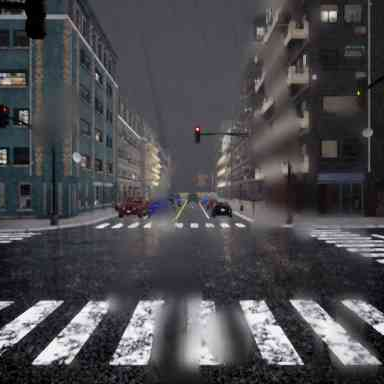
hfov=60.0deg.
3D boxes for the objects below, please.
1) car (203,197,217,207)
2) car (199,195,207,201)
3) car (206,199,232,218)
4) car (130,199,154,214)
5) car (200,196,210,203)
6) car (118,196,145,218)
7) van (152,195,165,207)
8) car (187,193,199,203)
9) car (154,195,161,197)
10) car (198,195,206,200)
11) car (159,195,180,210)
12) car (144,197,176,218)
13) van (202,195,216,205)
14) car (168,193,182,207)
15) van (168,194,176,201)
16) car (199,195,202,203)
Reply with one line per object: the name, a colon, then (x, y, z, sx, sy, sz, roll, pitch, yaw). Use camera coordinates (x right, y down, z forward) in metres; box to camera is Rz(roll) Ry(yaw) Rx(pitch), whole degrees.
car: (2.629, 1.571, 41.281, 1.802, 1.307, 4.206, 0, 0, 0)
car: (2.697, 1.500, 85.697, 1.887, 1.381, 4.507, 0, 0, 0)
car: (2.612, 1.560, 30.177, 1.947, 1.339, 4.313, 0, 0, 0)
car: (-5.260, 1.536, 35.740, 1.887, 1.381, 4.507, 0, 0, 0)
car: (2.672, 1.521, 69.041, 2.008, 1.369, 4.403, 0, 0, 0)
car: (-5.268, 1.309, 30.188, 2.192, 1.841, 5.009, 0, 0, 0)
van: (-5.234, 1.323, 52.396, 1.690, 1.788, 3.998, 0, 0, 0)
car: (0.200, 1.193, 67.539, 2.150, 2.045, 5.566, 0, 0, 0)
car: (-5.242, 1.530, 46.845, 1.887, 1.381, 4.507, 0, 0, 0)
car: (2.705, 1.494, 91.249, 1.887, 1.381, 4.507, 0, 0, 0)
car: (-2.785, 1.494, 40.497, 1.837, 1.490, 4.892, 0, 0, 0)
car: (-2.806, 1.472, 30.127, 1.882, 1.535, 5.008, 0, 0, 0)
van: (2.638, 1.326, 46.833, 1.690, 1.788, 3.998, 0, 0, 0)
car: (-2.760, 1.205, 51.083, 2.150, 2.045, 5.566, 0, 0, 1)
van: (-5.183, 1.296, 85.708, 1.690, 1.788, 3.998, 0, 0, 0)
car: (2.655, 1.419, 57.937, 1.967, 1.590, 4.097, 0, 0, 0)
